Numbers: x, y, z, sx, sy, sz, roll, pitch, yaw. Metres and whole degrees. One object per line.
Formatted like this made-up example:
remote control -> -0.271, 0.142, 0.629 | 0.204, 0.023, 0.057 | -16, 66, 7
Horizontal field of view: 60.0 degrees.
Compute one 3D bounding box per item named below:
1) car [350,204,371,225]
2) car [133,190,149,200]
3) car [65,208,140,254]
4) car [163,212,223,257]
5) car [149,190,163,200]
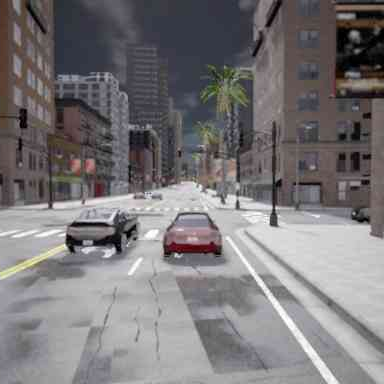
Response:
car -> 12.964, 1.498, 22.366 | 4.313, 1.339, 1.947 | 0, 1, 0
car -> -9.771, 0.775, 62.065 | 1.812, 1.442, 4.674 | 0, 1, 1
car -> -3.213, 1.337, 12.746 | 2.128, 1.511, 4.902 | 0, 1, 0
car -> 0.033, 1.414, 12.306 | 1.994, 1.385, 4.181 | 0, 1, 0
car -> -6.525, 0.774, 62.132 | 1.812, 1.442, 4.674 | 0, 1, 1
